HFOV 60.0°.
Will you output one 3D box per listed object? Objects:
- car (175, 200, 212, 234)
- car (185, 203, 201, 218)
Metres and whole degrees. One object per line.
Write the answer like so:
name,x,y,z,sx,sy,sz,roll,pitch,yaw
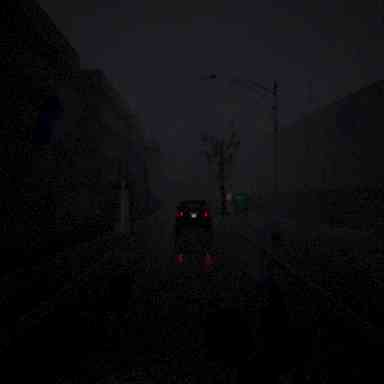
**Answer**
car,0.085,1.520,21.641,2.150,2.045,5.566,0,-1,0
car,0.097,2.153,40.010,1.882,1.535,5.008,0,-1,0
